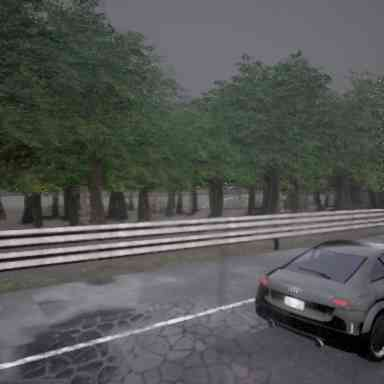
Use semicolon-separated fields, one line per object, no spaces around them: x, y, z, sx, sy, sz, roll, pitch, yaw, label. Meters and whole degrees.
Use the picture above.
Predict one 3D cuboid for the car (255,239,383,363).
3.107;1.571;5.963;4.181;1.385;1.994;0;0;-36;car
